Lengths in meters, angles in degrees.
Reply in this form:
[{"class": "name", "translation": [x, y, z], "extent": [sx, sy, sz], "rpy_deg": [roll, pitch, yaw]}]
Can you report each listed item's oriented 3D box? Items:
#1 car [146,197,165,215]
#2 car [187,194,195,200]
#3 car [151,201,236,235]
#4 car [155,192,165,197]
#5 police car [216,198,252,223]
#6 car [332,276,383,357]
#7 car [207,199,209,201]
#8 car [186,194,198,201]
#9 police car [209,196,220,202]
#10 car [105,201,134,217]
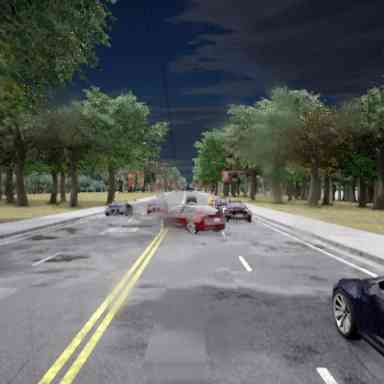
[{"class": "car", "translation": [-3.324, 1.506, 33.043], "extent": [1.994, 1.385, 4.181], "rpy_deg": [0, 0, 0]}, {"class": "car", "translation": [-0.302, 1.221, 79.981], "extent": [1.895, 1.301, 4.718], "rpy_deg": [0, 1, -1]}, {"class": "car", "translation": [-0.083, 1.482, 19.025], "extent": [2.163, 1.488, 4.792], "rpy_deg": [0, 0, -36]}, {"class": "car", "translation": [-6.706, 0.870, 70.899], "extent": [1.837, 1.490, 4.892], "rpy_deg": [0, 0, -1]}, {"class": "police car", "translation": [3.289, 1.469, 25.538], "extent": [2.038, 1.542, 4.974], "rpy_deg": [0, 0, 0]}, {"class": "car", "translation": [3.262, 1.502, 3.546], "extent": [2.163, 1.488, 4.792], "rpy_deg": [0, 0, 0]}, {"class": "car", "translation": [3.221, 1.368, 47.559], "extent": [1.882, 1.535, 5.008], "rpy_deg": [0, 0, 0]}, {"class": "car", "translation": [-0.077, 1.327, 61.796], "extent": [1.837, 1.490, 4.892], "rpy_deg": [0, 1, 0]}, {"class": "police car", "translation": [3.267, 1.435, 36.549], "extent": [2.038, 1.542, 4.974], "rpy_deg": [0, 0, 0]}, {"class": "car", "translation": [-6.570, 1.515, 30.415], "extent": [1.994, 1.385, 4.181], "rpy_deg": [0, 0, 0]}]
